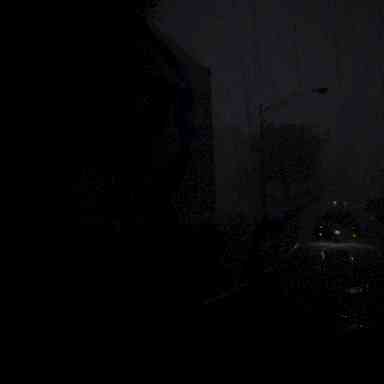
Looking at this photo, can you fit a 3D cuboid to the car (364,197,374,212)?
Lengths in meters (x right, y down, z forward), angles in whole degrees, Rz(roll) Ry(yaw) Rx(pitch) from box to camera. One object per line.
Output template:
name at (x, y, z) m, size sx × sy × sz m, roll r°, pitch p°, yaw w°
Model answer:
car at (20.865, 1.357, 37.919) m, size 2.128 × 1.511 × 4.902 m, roll -2°, pitch 1°, yaw 24°

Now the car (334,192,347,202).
car at (24.830, 0.740, 55.701) m, size 1.812 × 1.442 × 4.674 m, roll -2°, pitch 3°, yaw 25°

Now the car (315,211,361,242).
car at (7.482, 1.663, 17.112) m, size 1.994 × 1.385 × 4.181 m, roll -2°, pitch -1°, yaw 24°

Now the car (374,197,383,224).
car at (13.679, 1.216, 21.919) m, size 2.150 × 2.045 × 5.566 m, roll -2°, pitch -2°, yaw 24°
